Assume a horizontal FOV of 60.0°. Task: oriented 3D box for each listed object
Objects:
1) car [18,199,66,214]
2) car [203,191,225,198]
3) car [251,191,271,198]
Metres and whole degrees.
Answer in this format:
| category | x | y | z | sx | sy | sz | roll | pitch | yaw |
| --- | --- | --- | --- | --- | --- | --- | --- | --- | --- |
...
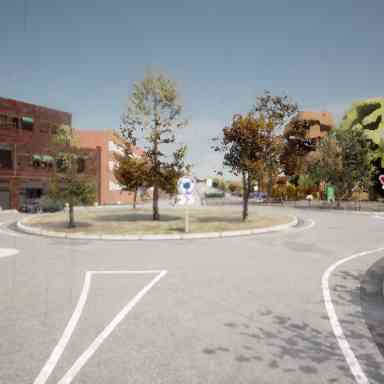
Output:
| category | x | y | z | sx | sy | sz | roll | pitch | yaw |
| --- | --- | --- | --- | --- | --- | --- | --- | --- | --- |
| car | -13.864 | 1.280 | 31.020 | 1.994 | 1.385 | 4.181 | 0 | 0 | 28 |
| car | 6.509 | 0.822 | 92.717 | 5.566 | 2.045 | 2.435 | 0 | 0 | 0 |
| car | 19.024 | 0.944 | 89.871 | 4.553 | 1.767 | 2.185 | 0 | 1 | 0 |
